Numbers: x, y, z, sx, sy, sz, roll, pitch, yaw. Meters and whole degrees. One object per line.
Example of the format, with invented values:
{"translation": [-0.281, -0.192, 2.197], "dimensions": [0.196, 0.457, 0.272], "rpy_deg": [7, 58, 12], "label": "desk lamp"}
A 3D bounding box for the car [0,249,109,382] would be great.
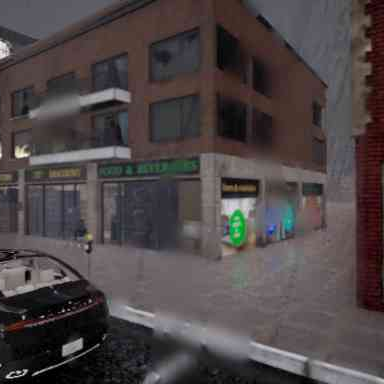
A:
{"translation": [-3.158, 1.569, 5.128], "dimensions": [4.403, 1.369, 2.008], "rpy_deg": [0, 0, 36], "label": "car"}
